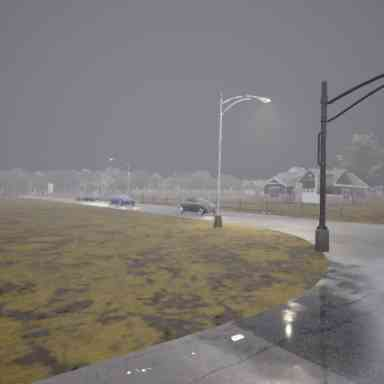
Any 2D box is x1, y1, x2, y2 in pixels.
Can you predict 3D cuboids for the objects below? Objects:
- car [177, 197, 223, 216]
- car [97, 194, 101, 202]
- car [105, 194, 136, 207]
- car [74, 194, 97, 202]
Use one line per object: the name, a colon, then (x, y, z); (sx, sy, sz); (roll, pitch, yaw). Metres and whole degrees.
car: (0.598, 1.198, 28.535); (1.837, 1.490, 4.892); (2, -1, -35)
car: (-18.191, 1.006, 61.146); (2.033, 1.411, 5.357); (2, -1, -35)
car: (-8.792, 0.996, 41.743); (1.882, 1.535, 5.008); (2, 0, -36)
car: (-17.645, 1.071, 54.338); (1.895, 1.301, 4.718); (2, -1, -35)
